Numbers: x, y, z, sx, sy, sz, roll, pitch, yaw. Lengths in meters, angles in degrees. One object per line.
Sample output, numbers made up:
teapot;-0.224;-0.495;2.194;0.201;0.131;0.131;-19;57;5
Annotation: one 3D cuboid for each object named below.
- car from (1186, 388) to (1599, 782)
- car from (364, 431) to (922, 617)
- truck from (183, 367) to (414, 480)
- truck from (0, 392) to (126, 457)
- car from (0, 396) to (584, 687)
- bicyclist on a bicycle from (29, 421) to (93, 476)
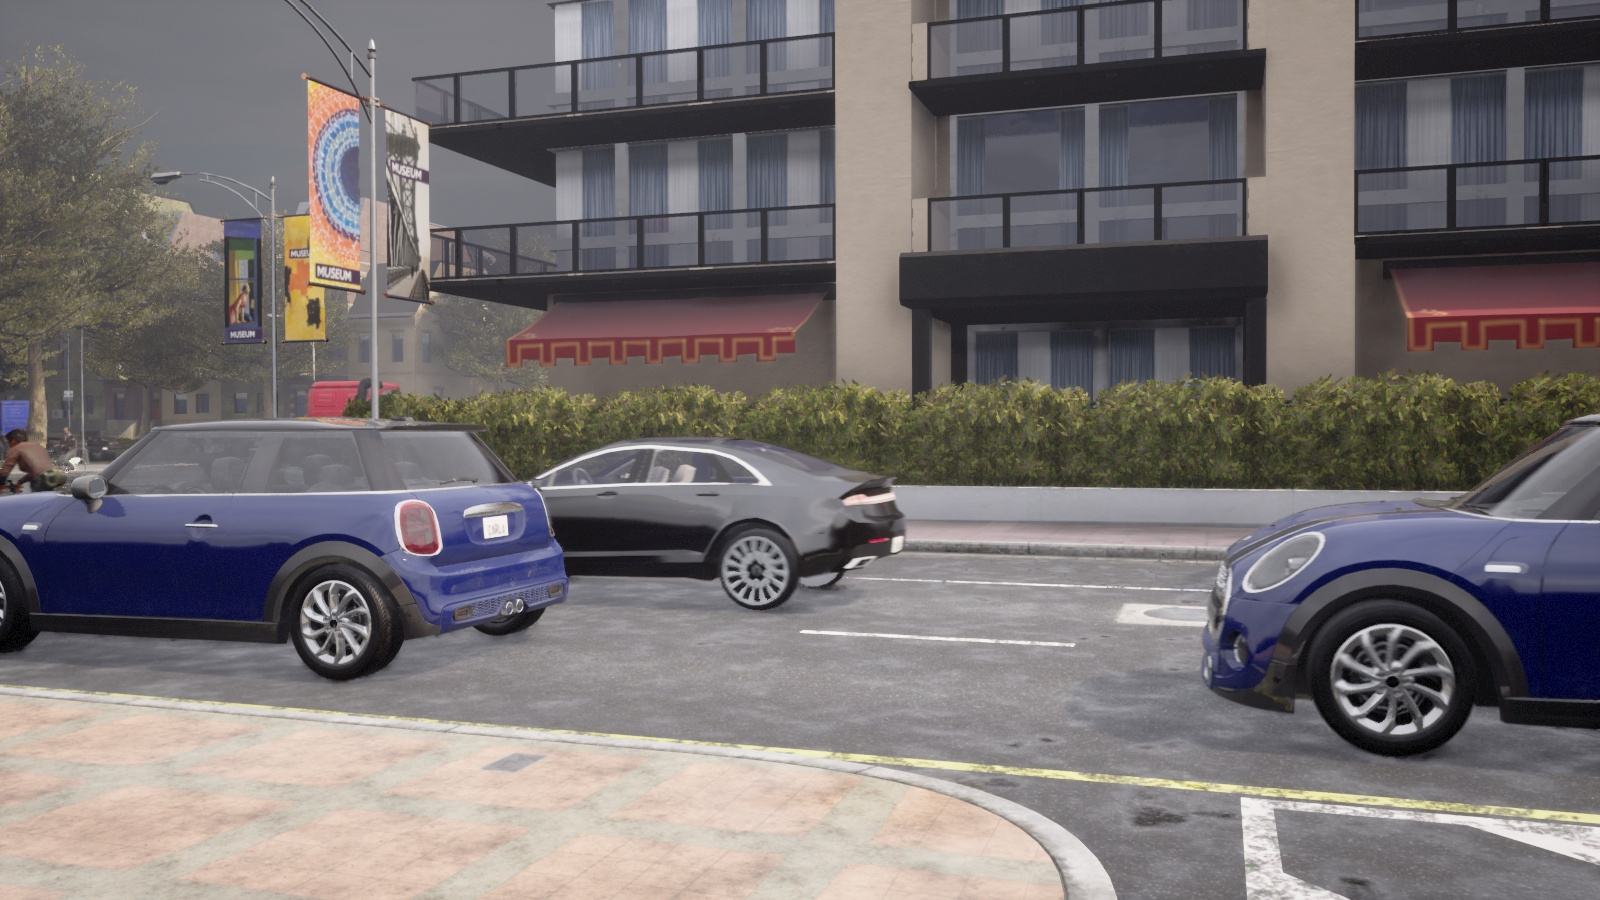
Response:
car;4.400;0.598;6.458;4.553;1.767;2.097;1;1;19
car;-1.464;0.583;12.125;4.902;1.511;2.128;1;1;19
truck;-16.884;-0.905;43.026;2.891;3.462;7.936;1;1;18
truck;-41.575;-1.423;69.486;7.936;3.462;2.891;1;1;19
car;-4.141;0.520;9.332;4.553;1.767;2.097;1;1;19
bicyclist on a bicycle;-24.634;-0.066;41.902;0.659;1.776;1.843;1;1;18
